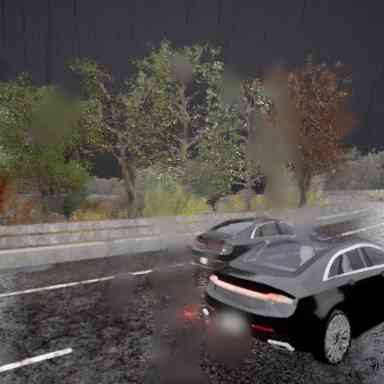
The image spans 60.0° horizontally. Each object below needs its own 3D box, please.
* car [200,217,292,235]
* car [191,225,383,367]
[{"bbox_3d":[2.194,1.543,10.183,4.892,1.490,1.837,0,0,-39],"label":"car"},{"bbox_3d":[2.434,1.513,5.875,4.902,1.511,2.128,0,0,-38],"label":"car"}]
